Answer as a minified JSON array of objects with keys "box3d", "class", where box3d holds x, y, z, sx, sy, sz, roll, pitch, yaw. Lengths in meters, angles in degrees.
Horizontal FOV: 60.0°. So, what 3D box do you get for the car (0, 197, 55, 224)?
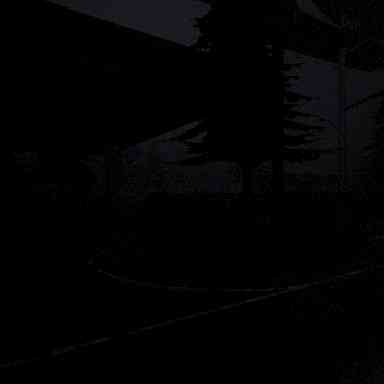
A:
[{"box3d":[-11.900,1.313,23.522,3.866,1.878,1.905,0,0,-36],"class":"car"}]
